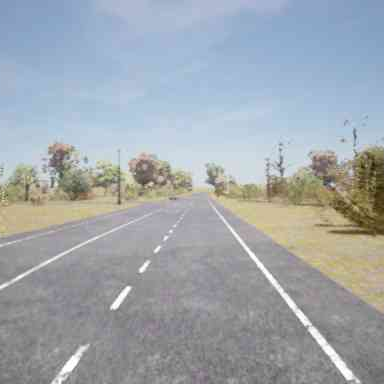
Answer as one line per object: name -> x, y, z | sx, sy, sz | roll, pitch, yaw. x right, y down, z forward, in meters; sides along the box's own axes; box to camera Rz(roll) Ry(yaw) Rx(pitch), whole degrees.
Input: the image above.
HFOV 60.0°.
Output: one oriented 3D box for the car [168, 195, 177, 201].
car -> -4.706, 1.463, 82.644 | 1.994, 1.385, 4.181 | -1, 0, 1
